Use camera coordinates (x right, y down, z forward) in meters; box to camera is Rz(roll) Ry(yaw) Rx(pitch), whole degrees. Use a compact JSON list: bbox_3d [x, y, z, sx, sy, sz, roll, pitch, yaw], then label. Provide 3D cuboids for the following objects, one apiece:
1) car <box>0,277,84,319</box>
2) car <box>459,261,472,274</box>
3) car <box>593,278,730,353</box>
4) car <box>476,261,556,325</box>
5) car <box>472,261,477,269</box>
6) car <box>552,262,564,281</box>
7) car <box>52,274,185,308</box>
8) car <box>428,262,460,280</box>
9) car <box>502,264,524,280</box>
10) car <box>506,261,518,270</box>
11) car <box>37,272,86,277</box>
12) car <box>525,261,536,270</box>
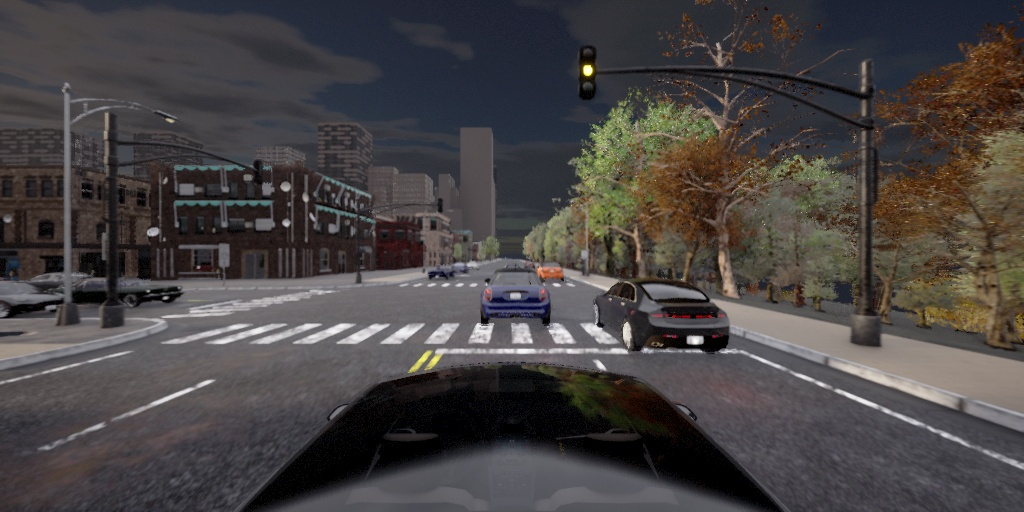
[{"bbox_3d":[-19.945,1.641,13.851,4.313,1.339,1.948,0,0,0],"label":"car"},{"bbox_3d":[-6.577,1.538,45.343,1.812,1.442,4.674,0,0,0],"label":"car"},{"bbox_3d":[3.350,1.300,8.975,1.837,1.490,4.892,0,0,0],"label":"car"},{"bbox_3d":[0.102,1.167,12.277,2.097,1.767,4.553,0,0,0],"label":"car"},{"bbox_3d":[-6.532,1.624,59.866,1.812,1.442,4.674,0,-1,0],"label":"car"},{"bbox_3d":[3.354,1.287,32.271,2.097,1.767,4.553,0,0,0],"label":"car"},{"bbox_3d":[-18.087,1.645,16.520,4.718,1.301,1.895,-1,0,1],"label":"car"},{"bbox_3d":[-6.586,1.547,34.170,1.895,1.301,4.718,0,0,3],"label":"car"},{"bbox_3d":[0.105,1.512,34.422,1.994,1.385,4.181,0,0,0],"label":"car"},{"bbox_3d":[0.007,1.615,63.913,2.128,1.511,4.902,0,0,0],"label":"car"},{"bbox_3d":[-28.277,1.690,22.365,4.403,1.370,2.007,0,0,0],"label":"car"},{"bbox_3d":[3.256,1.651,64.275,1.812,1.442,4.674,0,0,0],"label":"car"}]
